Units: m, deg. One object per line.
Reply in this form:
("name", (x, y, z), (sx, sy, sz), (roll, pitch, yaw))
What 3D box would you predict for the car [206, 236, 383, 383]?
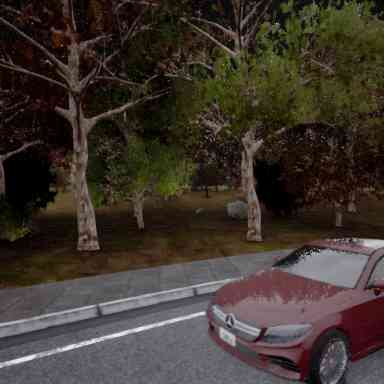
("car", (2.435, 1.493, 5.247), (4.674, 1.442, 1.812), (0, 1, -31))
